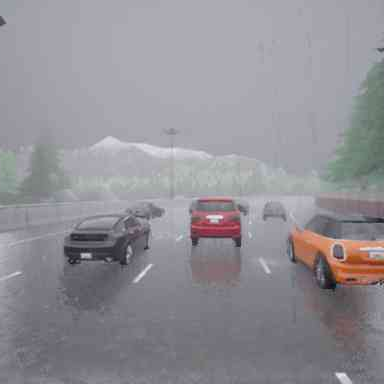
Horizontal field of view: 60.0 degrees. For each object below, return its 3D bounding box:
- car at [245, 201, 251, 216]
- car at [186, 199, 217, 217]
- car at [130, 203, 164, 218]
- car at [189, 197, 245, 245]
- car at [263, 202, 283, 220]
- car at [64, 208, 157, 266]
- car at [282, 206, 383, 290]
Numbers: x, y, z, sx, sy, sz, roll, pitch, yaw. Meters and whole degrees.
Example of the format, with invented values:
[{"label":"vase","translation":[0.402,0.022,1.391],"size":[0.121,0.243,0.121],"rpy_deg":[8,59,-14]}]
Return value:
[{"label":"car","translation":[4.738,1.560,33.426],"size":[1.837,1.490,4.892],"rpy_deg":[0,0,15]},{"label":"car","translation":[1.047,1.546,33.133],"size":[2.128,1.511,4.902],"rpy_deg":[0,0,14]},{"label":"car","translation":[-3.872,1.591,27.625],"size":[2.033,1.411,5.357],"rpy_deg":[0,0,12]},{"label":"car","translation":[1.240,1.248,15.780],"size":[2.150,2.045,5.566],"rpy_deg":[0,0,7]},{"label":"car","translation":[7.082,1.596,28.588],"size":[2.033,1.411,5.357],"rpy_deg":[0,0,13]},{"label":"car","translation":[-2.712,1.523,11.632],"size":[1.837,1.490,4.892],"rpy_deg":[0,0,5]},{"label":"car","translation":[4.102,1.368,9.207],"size":[2.097,1.767,4.553],"rpy_deg":[0,0,4]}]
